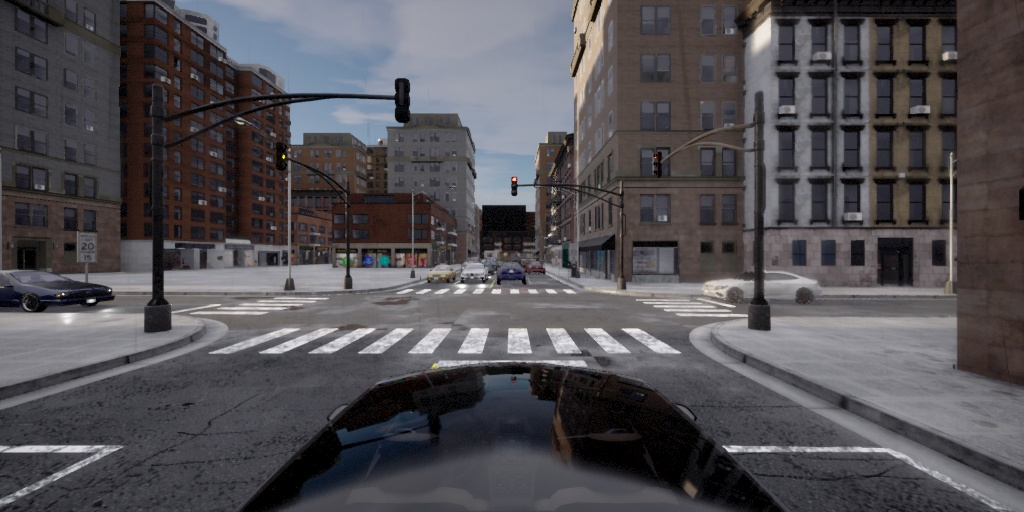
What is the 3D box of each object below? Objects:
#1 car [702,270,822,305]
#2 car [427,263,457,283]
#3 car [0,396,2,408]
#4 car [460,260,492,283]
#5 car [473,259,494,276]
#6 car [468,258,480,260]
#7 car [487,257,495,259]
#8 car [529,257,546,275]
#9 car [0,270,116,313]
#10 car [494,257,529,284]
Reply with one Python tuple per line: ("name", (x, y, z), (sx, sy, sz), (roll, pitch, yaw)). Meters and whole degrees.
("car", (11.090, 1.339, 16.051), (4.674, 1.442, 1.812), (0, 0, 3))
("car", (-5.403, 1.276, 27.945), (1.751, 1.417, 4.829), (0, 0, 0))
("car", (-5.388, 1.300, 1.270), (2.007, 1.370, 4.403), (0, 0, 0))
("car", (-2.862, 1.276, 28.086), (1.812, 1.442, 4.674), (0, 0, 0))
("car", (-2.858, 1.315, 37.879), (1.994, 1.385, 4.181), (0, 0, 1))
("car", (-5.413, 1.303, 45.101), (2.007, 1.370, 4.403), (0, 0, 0))
("car", (-2.862, 1.244, 48.075), (2.128, 1.511, 4.902), (0, 0, 0))
("car", (2.616, 1.191, 39.443), (1.967, 1.591, 4.097), (0, 0, 0))
("car", (-17.810, 1.215, 12.912), (5.357, 1.411, 2.033), (0, 0, 0))
("car", (-0.033, 1.103, 27.442), (2.097, 1.767, 4.553), (0, 0, 0))
